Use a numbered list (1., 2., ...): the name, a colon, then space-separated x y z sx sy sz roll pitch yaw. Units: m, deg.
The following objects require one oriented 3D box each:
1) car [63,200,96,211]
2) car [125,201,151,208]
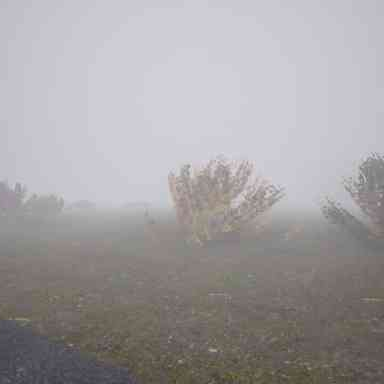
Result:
1. car: -16.062 1.890 47.715 1.837 1.490 4.892 -1 -2 36
2. car: -9.283 2.111 57.128 1.895 1.301 4.718 -1 -1 36
